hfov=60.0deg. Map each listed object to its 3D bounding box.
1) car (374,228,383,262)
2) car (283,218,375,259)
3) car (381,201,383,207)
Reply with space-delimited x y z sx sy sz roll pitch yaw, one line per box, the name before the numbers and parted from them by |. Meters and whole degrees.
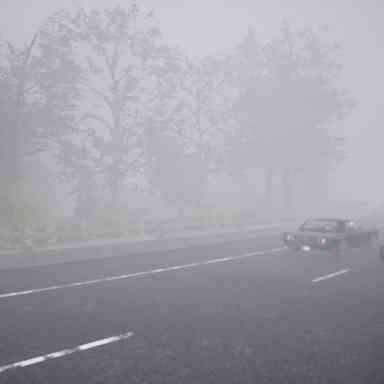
car | 7.557 1.685 10.185 4.718 1.301 1.895 0 0 -42
car | 5.662 1.701 13.184 4.718 1.301 1.895 0 -1 -42
car | 35.194 1.984 59.029 2.033 1.411 5.357 0 0 15
